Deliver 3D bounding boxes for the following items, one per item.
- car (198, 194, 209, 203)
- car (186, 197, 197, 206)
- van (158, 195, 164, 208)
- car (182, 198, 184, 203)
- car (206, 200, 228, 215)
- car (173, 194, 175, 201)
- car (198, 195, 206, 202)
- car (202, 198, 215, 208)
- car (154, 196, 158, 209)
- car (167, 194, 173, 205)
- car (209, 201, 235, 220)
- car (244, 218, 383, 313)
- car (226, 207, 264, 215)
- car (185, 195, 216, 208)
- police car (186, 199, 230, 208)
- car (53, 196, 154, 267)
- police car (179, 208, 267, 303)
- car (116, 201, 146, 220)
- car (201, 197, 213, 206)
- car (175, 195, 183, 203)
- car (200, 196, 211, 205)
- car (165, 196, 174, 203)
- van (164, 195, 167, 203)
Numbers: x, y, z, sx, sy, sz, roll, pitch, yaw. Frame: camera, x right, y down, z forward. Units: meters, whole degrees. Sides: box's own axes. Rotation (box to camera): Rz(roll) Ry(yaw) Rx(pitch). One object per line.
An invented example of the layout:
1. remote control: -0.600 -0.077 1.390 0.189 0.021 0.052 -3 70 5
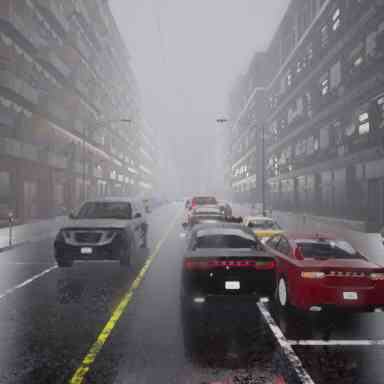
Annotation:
1. car: 2.494 1.498 74.007 2.192 1.841 5.009 1 0 0
2. car: -0.049 1.650 59.027 1.812 1.442 4.674 0 0 0
3. van: -5.329 1.423 46.406 1.690 1.788 3.998 2 0 0
4. car: -0.022 1.681 45.913 1.895 1.301 4.718 0 0 0
5. car: 2.554 1.604 35.291 2.008 1.369 4.403 1 0 0
6. car: -5.348 1.476 68.529 2.192 1.841 5.009 1 0 0
7. car: 2.481 1.675 85.069 1.967 1.590 4.097 1 0 0
8. car: 2.541 1.644 51.883 1.887 1.381 4.507 1 0 0
9. car: -5.320 1.369 35.348 2.192 1.841 5.009 2 0 0
10. car: -5.343 1.454 62.999 2.192 1.841 5.009 1 0 0
11. car: 2.559 1.587 29.759 1.887 1.381 4.507 1 0 0
12. car: 2.577 1.551 7.637 1.887 1.381 4.507 1 0 0
13. car: 2.573 1.538 13.339 1.752 1.417 4.829 1 0 0
14. car: 0.804 1.256 24.340 2.150 2.045 5.566 0 0 0
15. police car: 0.809 1.445 18.415 1.930 1.638 5.238 0 0 0
16. car: -2.860 1.232 11.768 2.150 2.045 5.566 0 0 0
17. police car: 0.701 1.432 8.410 1.930 1.638 5.238 0 0 0
18. car: -5.321 1.567 29.646 1.752 1.417 4.829 2 0 0
19. car: 2.536 1.663 57.412 1.887 1.381 4.507 1 0 0
20. car: -2.814 1.713 75.163 1.812 1.442 4.674 0 0 0
21. car: 2.542 1.579 62.945 1.967 1.590 4.097 1 0 0
22. car: -5.363 1.774 79.590 1.947 1.339 4.313 1 0 0
23. van: -5.335 1.441 51.938 1.690 1.788 3.998 1 0 0
